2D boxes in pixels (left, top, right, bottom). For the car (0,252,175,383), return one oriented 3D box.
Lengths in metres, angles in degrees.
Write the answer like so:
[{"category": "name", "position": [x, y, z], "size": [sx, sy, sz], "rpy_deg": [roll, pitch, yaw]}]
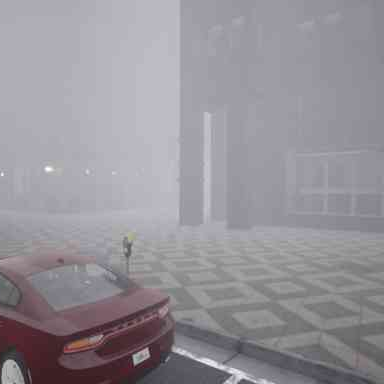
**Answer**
[{"category": "car", "position": [-2.293, 1.544, 4.759], "size": [4.507, 1.381, 1.887], "rpy_deg": [0, 0, 37]}]
